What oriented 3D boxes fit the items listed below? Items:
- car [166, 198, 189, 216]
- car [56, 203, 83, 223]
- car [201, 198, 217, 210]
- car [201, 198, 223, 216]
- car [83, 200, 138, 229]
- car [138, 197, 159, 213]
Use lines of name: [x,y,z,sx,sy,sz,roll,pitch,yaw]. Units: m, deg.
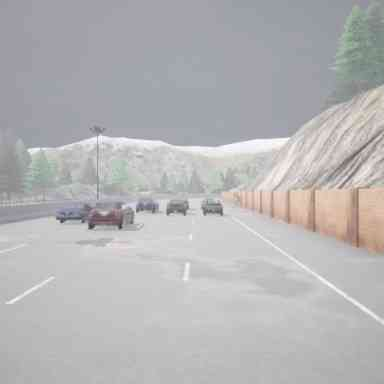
car: [-1.486,1.505,32.961,1.837,1.490,4.892,0,0,0]
car: [-8.583,1.547,25.460,2.033,1.411,5.357,0,0,0]
car: [2.148,1.525,43.224,1.812,1.442,4.674,0,0,1]
car: [2.013,1.491,32.773,2.128,1.511,4.902,0,0,1]
car: [-5.134,1.353,21.702,2.097,1.767,4.553,0,0,1]
car: [-4.925,1.352,37.470,2.097,1.767,4.553,0,0,1]
